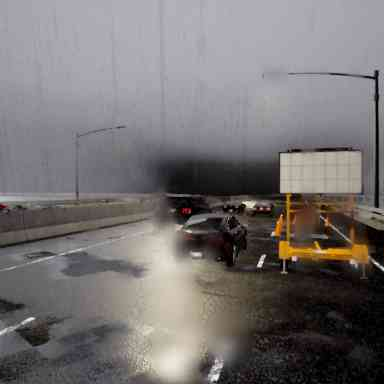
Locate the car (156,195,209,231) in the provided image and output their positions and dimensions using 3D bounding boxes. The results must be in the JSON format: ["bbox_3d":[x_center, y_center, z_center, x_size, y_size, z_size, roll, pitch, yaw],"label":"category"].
[{"bbox_3d":[-0.323,1.220,20.190,2.150,2.045,5.566,0,-1,17],"label":"car"}]

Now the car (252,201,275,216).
[{"bbox_3d":[6.972,1.556,32.202,2.033,1.411,5.357,0,0,17],"label":"car"}]

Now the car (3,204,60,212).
[{"bbox_3d":[-10.548,1.569,23.319,1.994,1.385,4.181,0,0,17],"label":"car"}]

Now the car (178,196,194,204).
[{"bbox_3d":[-1.124,1.574,65.554,1.994,1.385,4.181,0,0,18],"label":"car"}]

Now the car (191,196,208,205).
[{"bbox_3d":[1.449,1.487,62.174,1.882,1.535,5.008,0,0,18],"label":"car"}]

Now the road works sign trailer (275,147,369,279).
[{"bbox_3d":[3.909,0.468,10.244,2.380,3.560,2.880,0,0,17],"label":"road works sign trailer"}]

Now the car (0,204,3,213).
[{"bbox_3d":[-13.498,1.606,25.673,1.895,1.301,4.718,0,0,17],"label":"car"}]

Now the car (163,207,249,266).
[{"bbox_3d":[0.811,1.510,11.726,1.837,1.490,4.892,0,0,16],"label":"car"}]

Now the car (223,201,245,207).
[{"bbox_3d":[4.729,1.610,36.831,1.895,1.301,4.718,0,0,17],"label":"car"}]

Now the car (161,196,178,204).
[{"bbox_3d":[-4.510,1.536,66.420,1.812,1.442,4.674,0,0,18],"label":"car"}]
